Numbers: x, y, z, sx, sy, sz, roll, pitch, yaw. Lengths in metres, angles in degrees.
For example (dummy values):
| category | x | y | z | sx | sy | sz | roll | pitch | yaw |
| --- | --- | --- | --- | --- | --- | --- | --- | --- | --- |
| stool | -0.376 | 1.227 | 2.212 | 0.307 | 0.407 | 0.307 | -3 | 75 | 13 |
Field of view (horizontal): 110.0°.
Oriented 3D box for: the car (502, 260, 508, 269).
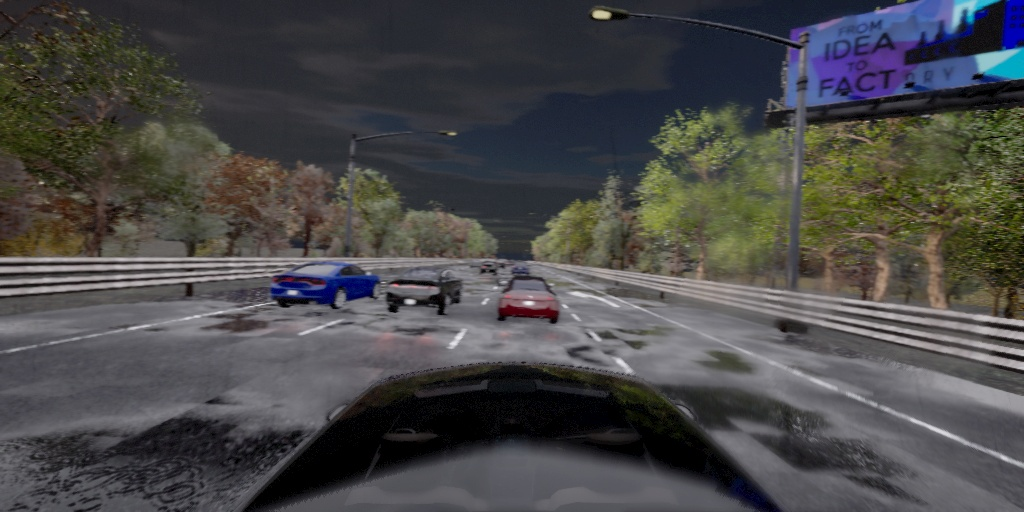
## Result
| category | x | y | z | sx | sy | sz | roll | pitch | yaw |
| --- | --- | --- | --- | --- | --- | --- | --- | --- | --- |
| car | -2.191 | 1.534 | 64.639 | 1.882 | 1.535 | 5.008 | 3 | 0 | 1 |

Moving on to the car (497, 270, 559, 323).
| category | x | y | z | sx | sy | sz | roll | pitch | yaw |
| --- | --- | --- | --- | --- | --- | --- | --- | --- | --- |
| car | 0.541 | 1.402 | 12.793 | 1.994 | 1.385 | 4.181 | 3 | 0 | 1 |

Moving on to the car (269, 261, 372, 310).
| category | x | y | z | sx | sy | sz | roll | pitch | yaw |
| --- | --- | --- | --- | --- | --- | --- | --- | --- | --- |
| car | -6.435 | 0.941 | 13.042 | 1.882 | 1.535 | 5.008 | 3 | 0 | 1 |

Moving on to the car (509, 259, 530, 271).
| category | x | y | z | sx | sy | sz | roll | pitch | yaw |
| --- | --- | --- | --- | --- | --- | --- | --- | --- | --- |
| car | 0.990 | 1.402 | 42.446 | 2.097 | 1.767 | 4.553 | 3 | 0 | 1 |

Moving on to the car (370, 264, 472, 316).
| category | x | y | z | sx | sy | sz | roll | pitch | yaw |
| --- | --- | --- | --- | --- | --- | --- | --- | --- | --- |
| car | -2.942 | 1.142 | 12.918 | 2.128 | 1.511 | 4.902 | 3 | 0 | 1 |

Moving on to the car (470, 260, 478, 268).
| category | x | y | z | sx | sy | sz | roll | pitch | yaw |
| --- | --- | --- | --- | --- | --- | --- | --- | --- | --- |
| car | -5.775 | 1.363 | 58.702 | 2.033 | 1.411 | 5.357 | 3 | 0 | 1 |

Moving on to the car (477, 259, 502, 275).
| category | x | y | z | sx | sy | sz | roll | pitch | yaw |
| --- | --- | --- | --- | --- | --- | --- | --- | --- | --- |
| car | -2.546 | 1.354 | 40.597 | 1.837 | 1.490 | 4.892 | 3 | 0 | 1 |
